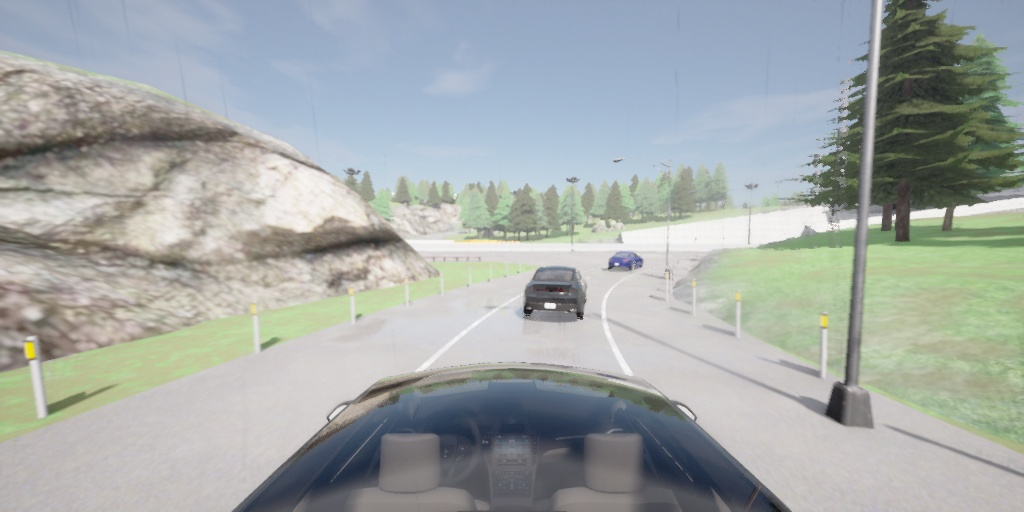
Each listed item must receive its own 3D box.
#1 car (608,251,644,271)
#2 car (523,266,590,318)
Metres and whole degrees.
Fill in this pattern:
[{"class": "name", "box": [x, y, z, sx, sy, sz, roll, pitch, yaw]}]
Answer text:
[{"class": "car", "box": [9.177, 0.337, 28.748, 1.812, 1.442, 4.674, 3, 4, 35]}, {"class": "car", "box": [1.621, 1.085, 12.393, 1.837, 1.490, 4.892, 1, 2, 13]}]
